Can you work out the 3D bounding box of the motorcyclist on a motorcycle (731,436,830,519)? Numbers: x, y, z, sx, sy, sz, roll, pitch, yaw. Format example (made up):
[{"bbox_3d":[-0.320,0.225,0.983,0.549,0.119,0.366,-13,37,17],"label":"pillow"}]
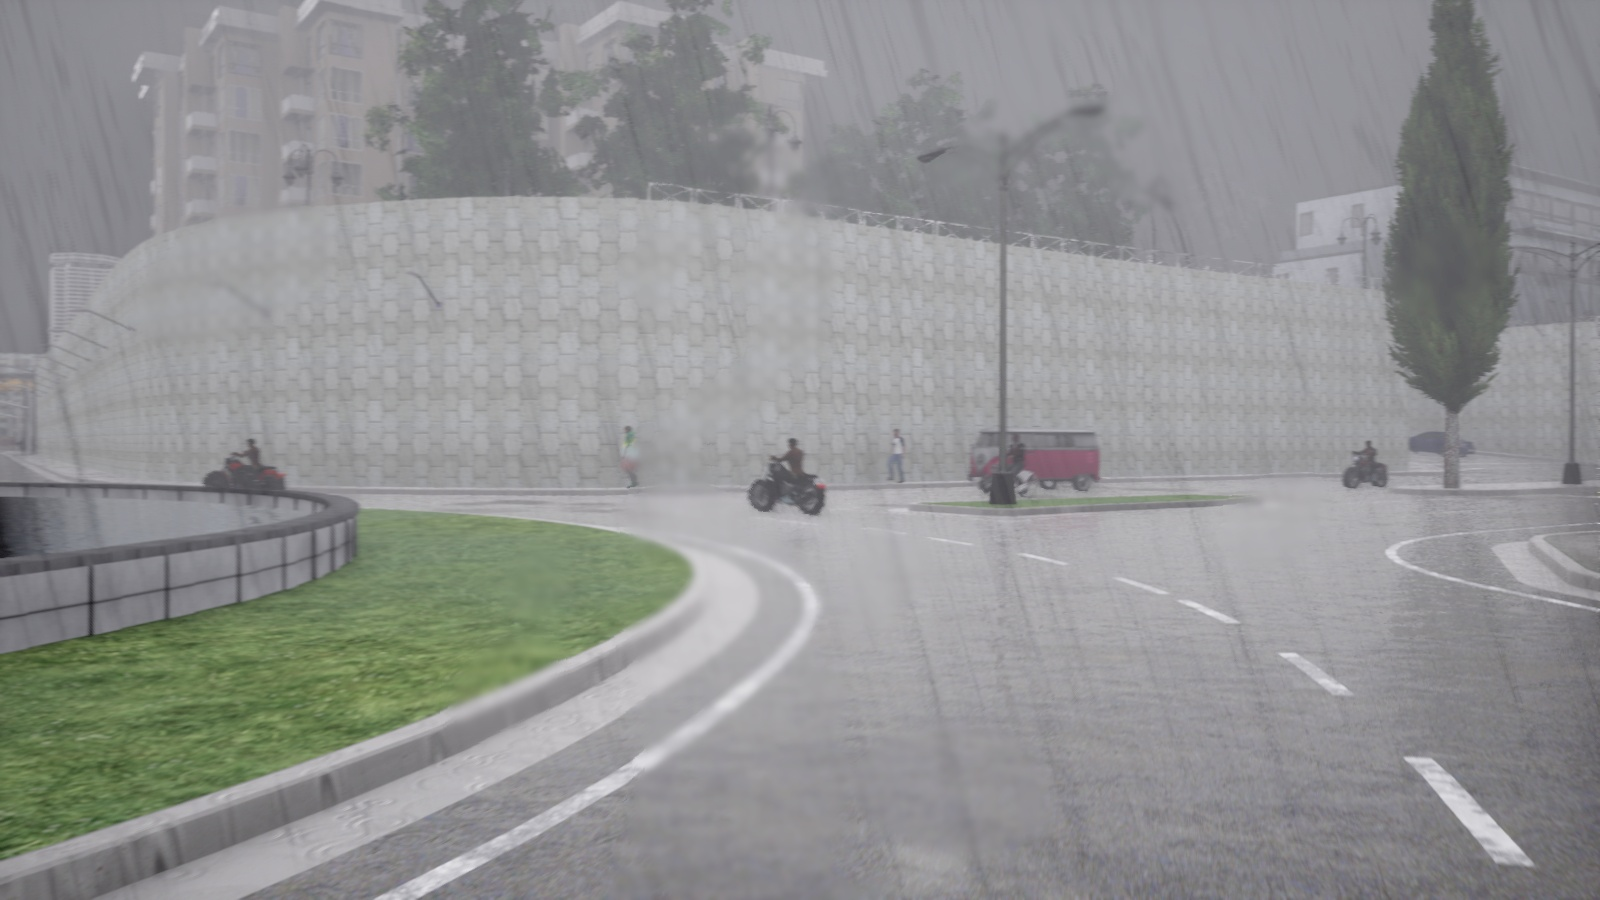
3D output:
[{"bbox_3d":[-0.425,0.546,26.321,0.766,1.649,2.350,-1,1,-39],"label":"motorcyclist on a motorcycle"}]

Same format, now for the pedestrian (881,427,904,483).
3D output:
[{"bbox_3d":[3.070,0.173,41.634,0.706,1.836,0.354,0,0,-37],"label":"pedestrian"}]

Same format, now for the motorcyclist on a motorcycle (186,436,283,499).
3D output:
[{"bbox_3d":[-15.280,0.460,33.940,2.350,1.649,0.766,0,1,9],"label":"motorcyclist on a motorcycle"}]

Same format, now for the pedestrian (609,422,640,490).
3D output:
[{"bbox_3d":[-5.102,0.179,36.517,0.873,1.952,0.659,0,0,-7],"label":"pedestrian"}]

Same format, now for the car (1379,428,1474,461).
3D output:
[{"bbox_3d":[37.183,-0.347,74.695,1.812,1.442,4.674,0,6,-33],"label":"car"}]

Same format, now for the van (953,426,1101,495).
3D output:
[{"bbox_3d":[6.979,0.300,38.432,4.442,1.987,1.775,0,0,-34],"label":"van"}]

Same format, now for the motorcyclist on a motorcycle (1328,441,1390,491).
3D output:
[{"bbox_3d":[18.744,0.510,42.095,2.350,1.649,0.766,0,1,-34],"label":"motorcyclist on a motorcycle"}]

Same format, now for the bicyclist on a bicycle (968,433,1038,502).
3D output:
[{"bbox_3d":[5.377,0.443,33.192,1.843,1.776,0.659,0,0,-33],"label":"bicyclist on a bicycle"}]
